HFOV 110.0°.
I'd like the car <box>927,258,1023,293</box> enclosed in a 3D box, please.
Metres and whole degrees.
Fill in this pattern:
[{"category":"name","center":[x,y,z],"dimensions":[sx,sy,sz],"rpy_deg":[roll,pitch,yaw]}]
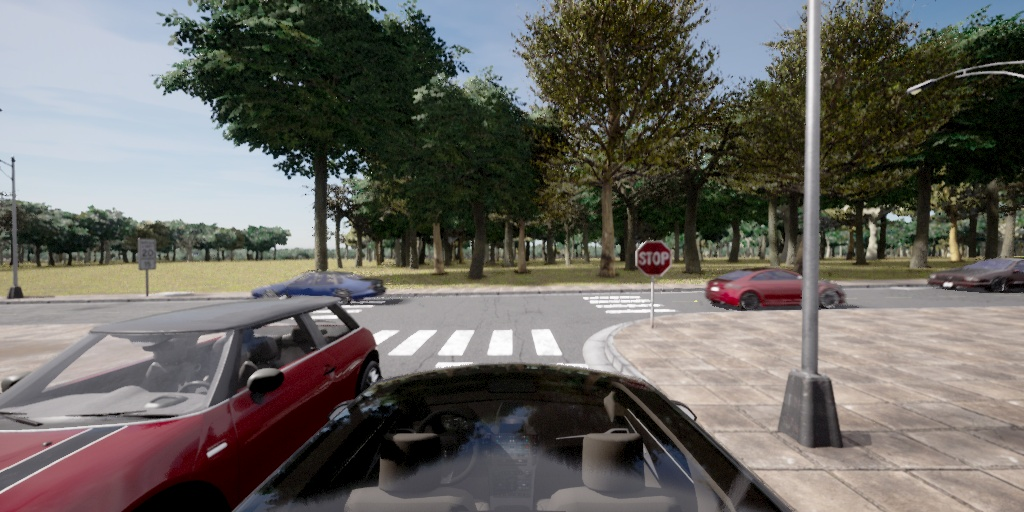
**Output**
[{"category":"car","center":[21.746,0.811,15.694],"dimensions":[5.357,1.411,2.033],"rpy_deg":[-1,1,0]}]

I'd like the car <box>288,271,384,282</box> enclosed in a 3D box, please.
[{"category":"car","center":[-8.338,1.379,15.713],"dimensions":[5.357,1.411,2.033],"rpy_deg":[-1,1,0]}]

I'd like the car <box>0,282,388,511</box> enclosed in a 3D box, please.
[{"category":"car","center":[-2.640,1.187,2.945],"dimensions":[1.967,1.591,4.097],"rpy_deg":[0,0,0]}]

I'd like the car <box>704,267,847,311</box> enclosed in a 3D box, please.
[{"category":"car","center":[9.218,1.105,12.772],"dimensions":[4.181,1.385,1.994],"rpy_deg":[-1,1,-1]}]
